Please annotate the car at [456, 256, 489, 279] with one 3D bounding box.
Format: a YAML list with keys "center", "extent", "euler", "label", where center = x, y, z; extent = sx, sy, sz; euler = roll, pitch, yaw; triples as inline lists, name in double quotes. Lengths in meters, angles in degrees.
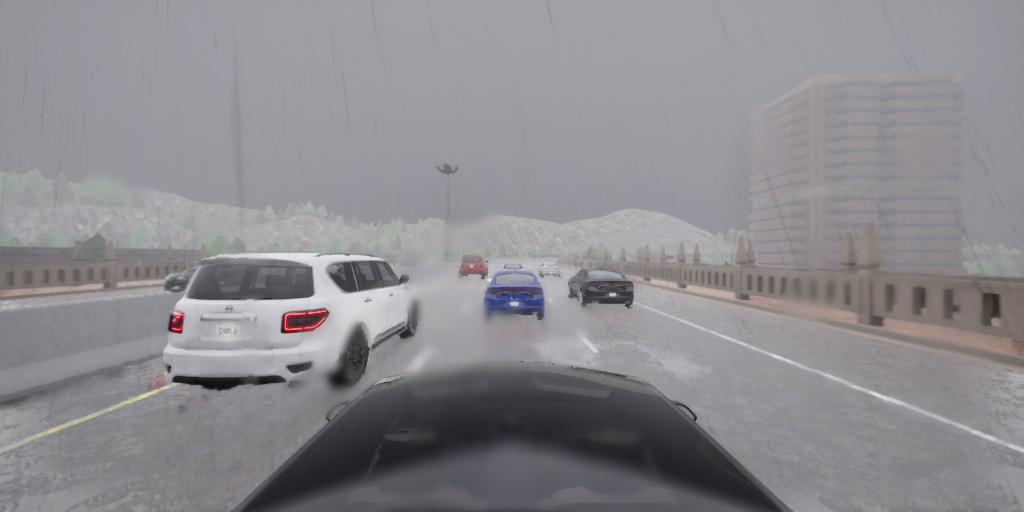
- center: [-3.408, 0.978, 32.985]
  extent: [2.150, 2.045, 5.566]
  euler: [0, 0, 0]
  label: "car"

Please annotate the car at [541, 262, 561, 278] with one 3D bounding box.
- center: [3.579, 1.283, 34.326]
  extent: [1.812, 1.442, 4.674]
  euler: [0, 0, 0]
  label: "car"

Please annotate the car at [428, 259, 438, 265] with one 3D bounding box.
- center: [-14.043, 1.288, 62.112]
  extent: [1.812, 1.442, 4.674]
  euler: [0, 0, 1]
  label: "car"

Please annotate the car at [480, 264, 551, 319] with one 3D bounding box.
- center: [0.098, 1.230, 12.803]
  extent: [1.882, 1.535, 5.008]
  euler: [0, 0, 0]
  label: "car"

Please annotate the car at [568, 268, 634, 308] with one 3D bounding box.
- center: [3.596, 1.231, 15.278]
  extent: [1.882, 1.535, 5.008]
  euler: [0, 0, 0]
  label: "car"

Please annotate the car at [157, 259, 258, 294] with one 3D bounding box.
- center: [-17.603, 1.106, 21.105]
  extent: [2.097, 1.767, 4.553]
  euler: [0, 0, 0]
  label: "car"

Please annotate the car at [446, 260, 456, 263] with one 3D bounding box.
- center: [-10.539, 1.326, 62.556]
  extent: [1.994, 1.385, 4.181]
  euler: [0, 0, 0]
  label: "car"

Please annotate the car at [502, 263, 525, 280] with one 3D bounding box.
- center: [0.091, 1.357, 32.143]
  extent: [1.895, 1.301, 4.718]
  euler: [0, 0, 0]
  label: "car"

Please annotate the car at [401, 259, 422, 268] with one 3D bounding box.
- center: [-17.539, 1.310, 62.805]
  extent: [2.033, 1.411, 5.357]
  euler: [0, 0, 0]
  label: "car"

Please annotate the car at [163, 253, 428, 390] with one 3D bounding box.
- center: [-3.413, 0.973, 6.968]
  extent: [2.150, 2.045, 5.566]
  euler: [0, 0, 0]
  label: "car"
